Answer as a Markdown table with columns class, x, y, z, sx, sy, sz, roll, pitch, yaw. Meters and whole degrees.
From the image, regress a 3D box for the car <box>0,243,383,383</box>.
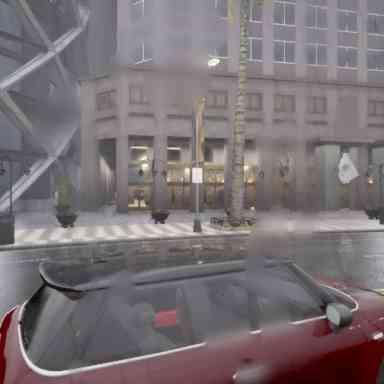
| class | x | y | z | sx | sy | sz | roll | pitch | yaw |
| --- | --- | --- | --- | --- | --- | --- | --- | --- | --- |
| car | 0.417 | 1.352 | 3.503 | 4.553 | 1.767 | 2.097 | 0 | 0 | -28 |
